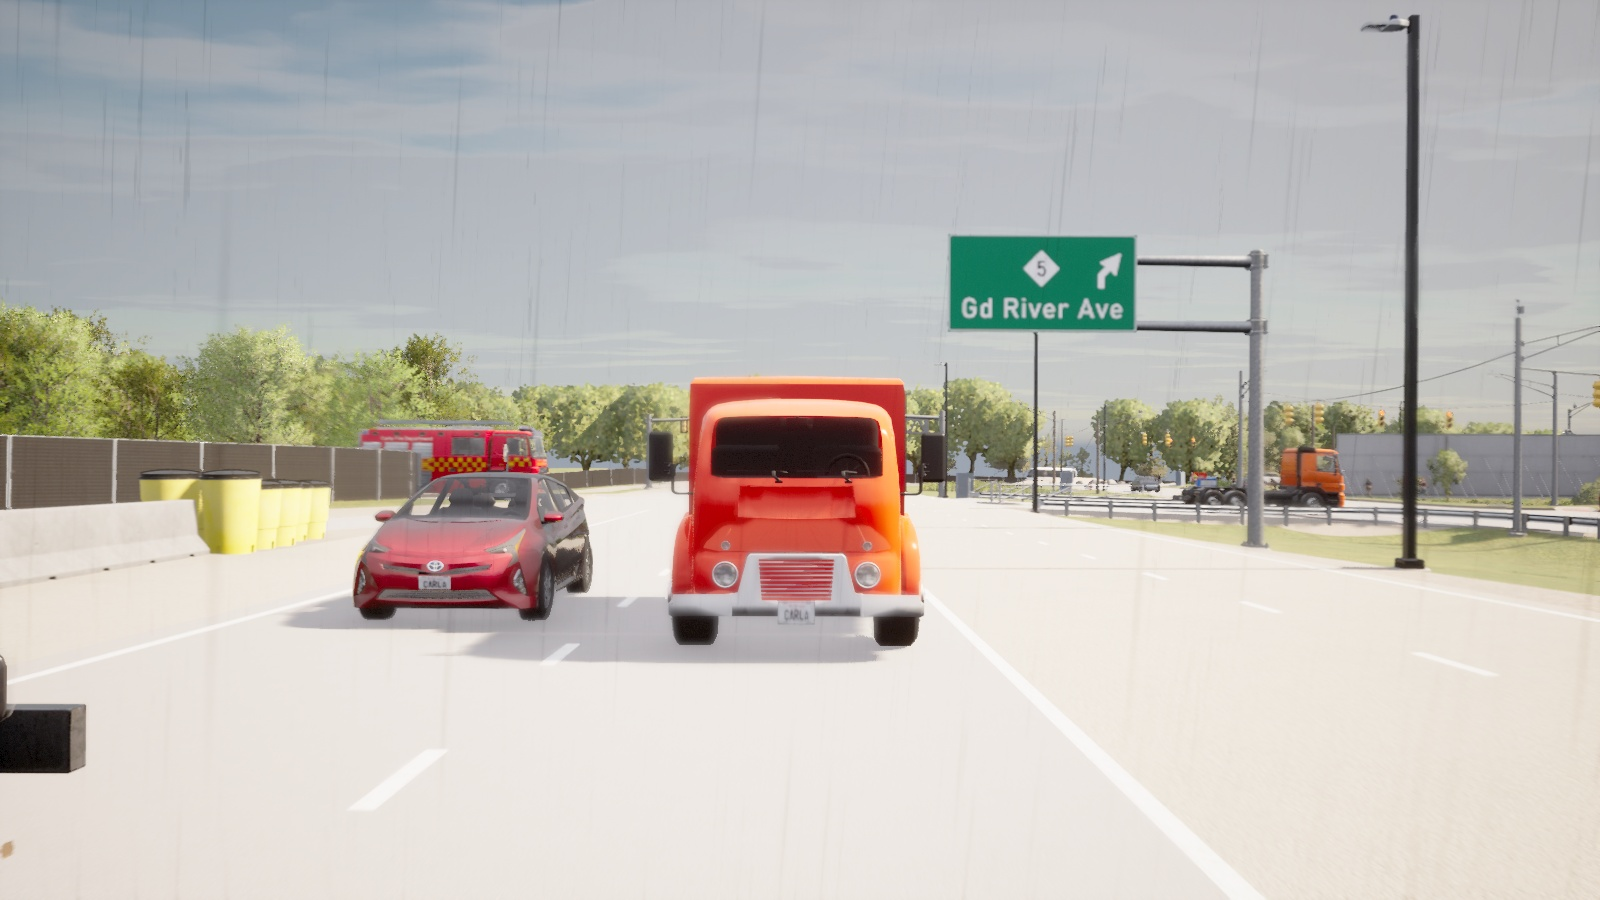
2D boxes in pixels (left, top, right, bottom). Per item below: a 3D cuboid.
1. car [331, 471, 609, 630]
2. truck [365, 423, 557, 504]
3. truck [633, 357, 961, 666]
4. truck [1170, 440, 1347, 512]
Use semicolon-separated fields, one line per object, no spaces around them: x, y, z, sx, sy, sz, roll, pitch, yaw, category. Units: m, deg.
-3.534;1.010;14.385;2.007;1.525;4.514;0;-1;0;car
-16.203;0.641;60.475;8.468;3.827;2.891;0;0;0;truck
-0.032;0.536;12.704;2.627;2.467;5.204;0;-1;0;truck
23.352;1.332;64.210;7.936;3.462;2.891;1;-1;-1;truck
